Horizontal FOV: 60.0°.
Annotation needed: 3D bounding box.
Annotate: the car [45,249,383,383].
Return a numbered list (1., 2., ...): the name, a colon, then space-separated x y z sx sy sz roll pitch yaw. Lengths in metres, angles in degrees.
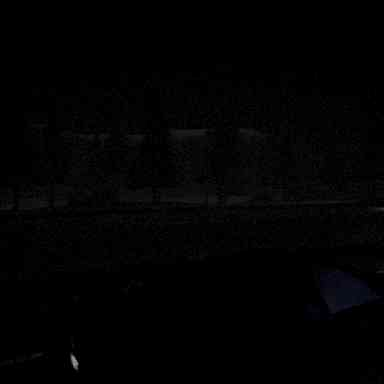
1. car: 1.086 1.495 4.265 5.357 1.411 2.033 -1 1 -32
